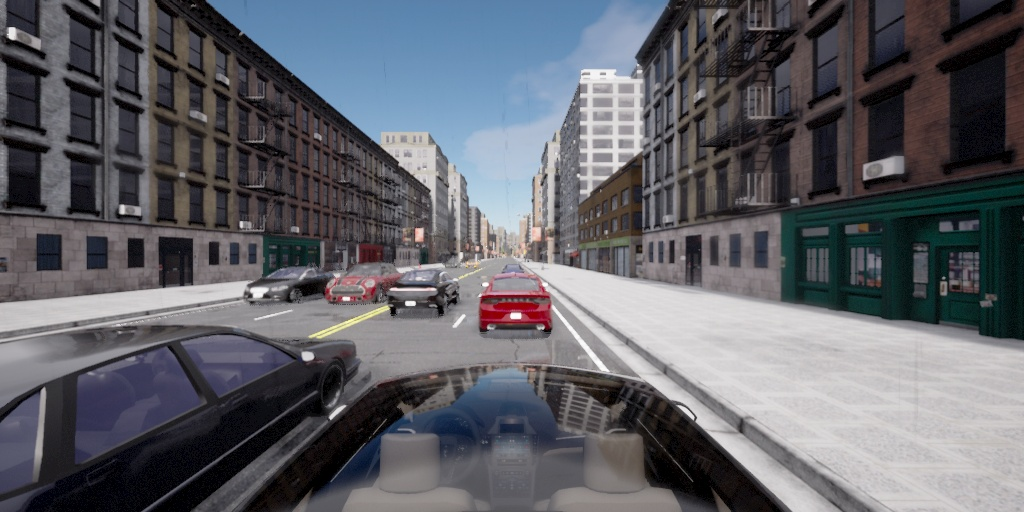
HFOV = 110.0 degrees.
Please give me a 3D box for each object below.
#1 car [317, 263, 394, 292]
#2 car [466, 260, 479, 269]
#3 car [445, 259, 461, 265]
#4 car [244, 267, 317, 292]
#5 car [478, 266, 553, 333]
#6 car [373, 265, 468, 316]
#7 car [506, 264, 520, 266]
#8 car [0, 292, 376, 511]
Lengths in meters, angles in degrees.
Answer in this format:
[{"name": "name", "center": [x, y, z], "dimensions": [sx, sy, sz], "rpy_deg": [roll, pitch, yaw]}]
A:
[{"name": "car", "center": [-6.601, 1.128, 16.545], "dimensions": [2.097, 1.767, 4.553], "rpy_deg": [0, 0, 0]}, {"name": "car", "center": [-6.502, 1.346, 59.132], "dimensions": [1.882, 1.535, 5.008], "rpy_deg": [0, 0, 0]}, {"name": "car", "center": [-9.752, 1.227, 59.162], "dimensions": [2.097, 1.767, 4.553], "rpy_deg": [0, 0, 0]}, {"name": "car", "center": [-9.852, 1.267, 16.362], "dimensions": [2.128, 1.511, 4.902], "rpy_deg": [0, 0, 0]}, {"name": "car", "center": [0.099, 1.243, 10.831], "dimensions": [1.882, 1.535, 5.008], "rpy_deg": [0, 0, 0]}, {"name": "car", "center": [-3.152, 1.262, 13.563], "dimensions": [2.128, 1.511, 4.902], "rpy_deg": [0, 0, 0]}, {"name": "car", "center": [0.100, 1.370, 31.200], "dimensions": [1.994, 1.385, 4.181], "rpy_deg": [0, 0, 0]}, {"name": "car", "center": [-3.144, 1.299, 2.871], "dimensions": [2.033, 1.411, 5.357], "rpy_deg": [0, 0, 0]}]
